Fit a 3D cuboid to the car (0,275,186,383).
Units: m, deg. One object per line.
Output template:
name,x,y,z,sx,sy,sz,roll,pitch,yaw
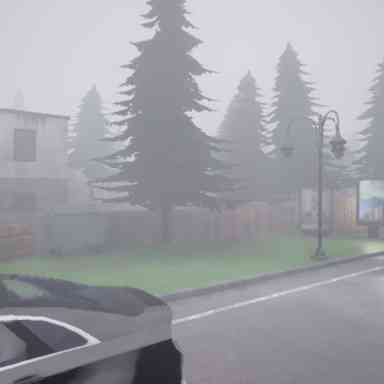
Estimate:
car,-2.338,1.487,2.302,4.902,1.511,2.128,1,0,-36
